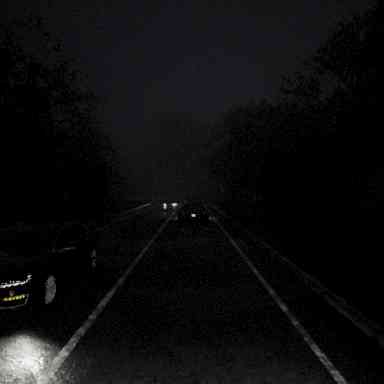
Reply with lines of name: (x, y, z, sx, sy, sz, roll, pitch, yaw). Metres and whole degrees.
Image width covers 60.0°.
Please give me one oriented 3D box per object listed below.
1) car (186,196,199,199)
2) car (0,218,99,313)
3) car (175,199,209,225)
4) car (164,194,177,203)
car: (0.090, 1.170, 39.416, 2.128, 1.511, 4.902, 0, 0, 0)
car: (-3.602, 1.447, 7.804, 1.837, 1.490, 4.892, 0, 0, 0)
car: (0.094, 1.386, 22.293, 1.994, 1.385, 4.181, 0, 0, 0)
car: (-3.516, 1.080, 54.700, 1.812, 1.442, 4.674, 0, 0, 0)
